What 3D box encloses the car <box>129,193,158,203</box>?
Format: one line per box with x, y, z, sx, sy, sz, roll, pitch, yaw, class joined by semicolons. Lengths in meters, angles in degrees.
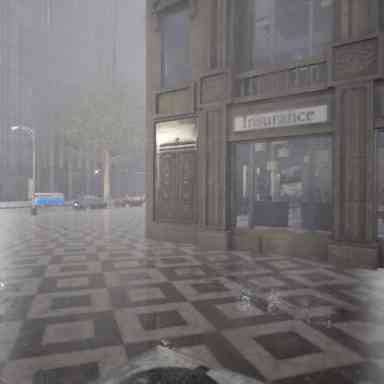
-7.902;0.966;54.326;1.752;1.417;4.829;2;2;36;car

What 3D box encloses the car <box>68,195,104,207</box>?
-14.375;1.144;45.348;2.008;1.369;4.403;1;2;36;car

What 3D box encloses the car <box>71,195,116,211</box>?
-10.739;1.292;35.814;1.947;1.339;4.313;1;2;36;car

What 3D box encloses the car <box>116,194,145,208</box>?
-7.454;1.201;40.369;1.887;1.381;4.507;1;2;36;car

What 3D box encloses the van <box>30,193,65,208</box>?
-17.659;1.004;40.787;1.690;1.788;3.998;1;1;36;van
